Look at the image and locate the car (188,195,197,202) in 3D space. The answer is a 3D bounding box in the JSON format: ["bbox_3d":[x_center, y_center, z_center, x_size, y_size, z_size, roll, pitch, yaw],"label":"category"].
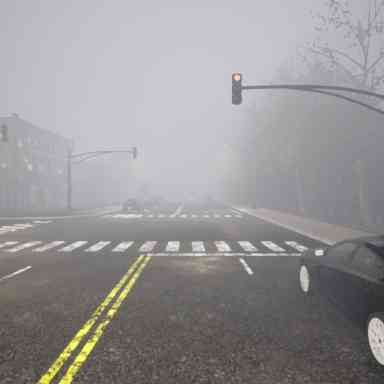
[{"bbox_3d":[0.043,1.509,79.285,2.033,1.411,5.357,0,0,0],"label":"car"}]

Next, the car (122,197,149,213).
[{"bbox_3d":[-6.571,1.480,37.601,2.128,1.511,4.902,0,0,0],"label":"car"}]

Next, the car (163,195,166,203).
[{"bbox_3d":[-6.491,1.328,66.713,2.097,1.767,4.553,0,0,1],"label":"car"}]

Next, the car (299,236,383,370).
[{"bbox_3d":[3.345,1.477,5.649,1.882,1.535,5.008,0,0,1],"label":"car"}]

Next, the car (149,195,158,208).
[{"bbox_3d":[-6.564,1.476,47.060,2.128,1.511,4.902,0,0,0],"label":"car"}]

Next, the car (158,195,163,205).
[{"bbox_3d":[-6.553,1.458,56.634,1.882,1.535,5.008,0,0,0],"label":"car"}]

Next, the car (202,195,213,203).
[{"bbox_3d":[3.389,1.480,68.974,1.837,1.490,4.892,0,0,0],"label":"car"}]

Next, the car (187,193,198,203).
[{"bbox_3d":[0.136,1.196,68.642,2.150,2.045,5.566,0,0,0],"label":"car"}]

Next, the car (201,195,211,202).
[{"bbox_3d":[3.293,1.494,79.164,2.128,1.511,4.902,0,0,0],"label":"car"}]
